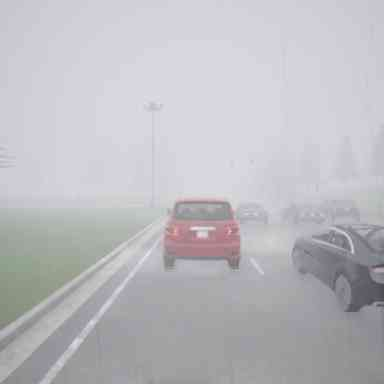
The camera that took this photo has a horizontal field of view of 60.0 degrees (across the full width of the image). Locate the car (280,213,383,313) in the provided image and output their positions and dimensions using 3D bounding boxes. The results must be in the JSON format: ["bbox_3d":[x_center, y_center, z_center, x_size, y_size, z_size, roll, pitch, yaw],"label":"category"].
[{"bbox_3d":[3.719,1.462,7.508,2.128,1.511,4.902,0,0,1],"label":"car"}]

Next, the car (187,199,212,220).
[{"bbox_3d":[0.611,1.359,26.872,1.812,1.442,4.674,0,0,1],"label":"car"}]

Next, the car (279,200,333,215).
[{"bbox_3d":[7.552,1.442,23.195,2.033,1.411,5.357,0,0,1],"label":"car"}]

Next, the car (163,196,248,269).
[{"bbox_3d":[0.302,1.152,11.123,2.150,2.045,5.566,0,0,1],"label":"car"}]

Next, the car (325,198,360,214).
[{"bbox_3d":[11.109,1.251,25.854,2.097,1.767,4.553,0,0,1],"label":"car"}]

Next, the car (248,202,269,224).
[{"bbox_3d":[4.052,1.422,23.262,2.033,1.411,5.357,0,0,1],"label":"car"}]
